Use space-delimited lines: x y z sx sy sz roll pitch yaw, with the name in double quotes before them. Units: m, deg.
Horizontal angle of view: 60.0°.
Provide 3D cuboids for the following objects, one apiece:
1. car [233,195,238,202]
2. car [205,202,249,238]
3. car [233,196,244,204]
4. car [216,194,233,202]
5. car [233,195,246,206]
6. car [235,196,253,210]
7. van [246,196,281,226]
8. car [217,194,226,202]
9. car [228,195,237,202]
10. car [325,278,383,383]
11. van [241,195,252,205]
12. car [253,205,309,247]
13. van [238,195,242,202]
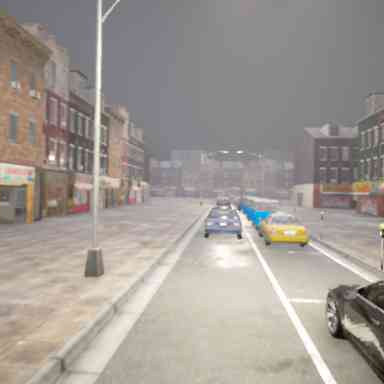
"car" 6.140 1.267 37.461 2.192 1.841 5.009 1 0 5
"car" 1.658 1.502 17.581 2.033 1.411 5.357 1 0 5
"car" 8.295 1.485 59.999 1.802 1.307 4.206 1 0 5
"car" 4.338 1.381 45.702 2.128 1.511 4.902 1 0 5
"car" 7.757 1.355 54.364 1.967 1.590 4.097 1 0 5
"car" 6.677 1.379 43.095 1.967 1.590 4.097 1 0 5
"van" 4.519 1.332 20.558 1.690 1.788 3.998 1 0 5
"car" 6.615 1.260 74.543 1.967 1.590 4.097 1 0 5
"car" 8.929 1.413 73.818 2.008 1.369 4.403 1 0 5
"car" 2.895 1.599 3.656 1.947 1.339 4.313 1 0 5
"van" 5.059 1.319 26.192 1.690 1.788 3.998 1 0 5
"car" 3.992 1.529 15.093 1.752 1.417 4.829 1 0 5
"van" 5.599 1.306 31.826 1.690 1.788 3.998 1 0 5
